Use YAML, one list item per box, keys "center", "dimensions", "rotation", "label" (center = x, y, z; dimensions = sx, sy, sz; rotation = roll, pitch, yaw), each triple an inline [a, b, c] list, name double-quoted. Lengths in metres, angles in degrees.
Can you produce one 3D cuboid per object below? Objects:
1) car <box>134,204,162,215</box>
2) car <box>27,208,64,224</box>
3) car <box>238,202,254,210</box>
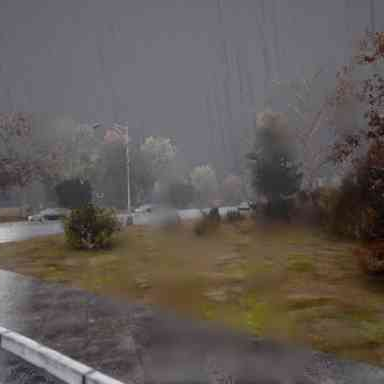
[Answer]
- center: [-6.309, 2.505, 47.788]
  dimensions: [2.128, 1.511, 4.902]
  rotation: [-3, -2, 32]
  label: "car"
- center: [-14.621, 2.438, 34.729]
  dimensions: [2.128, 1.511, 4.902]
  rotation: [-3, -2, 33]
  label: "car"
- center: [8.652, 2.206, 51.479]
  dimensions: [1.994, 1.385, 4.181]
  rotation: [-3, -2, 32]
  label: "car"
